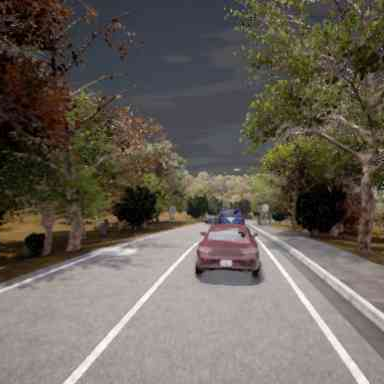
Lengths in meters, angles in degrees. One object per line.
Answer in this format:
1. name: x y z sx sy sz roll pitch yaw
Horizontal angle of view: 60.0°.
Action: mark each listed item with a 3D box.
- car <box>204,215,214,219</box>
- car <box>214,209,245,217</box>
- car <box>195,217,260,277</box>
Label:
1. car: 3.090 4.555 54.801 2.033 1.411 5.357 0 -4 10
2. car: 3.367 2.473 28.606 2.150 2.045 5.566 0 -4 7
3. car: 1.200 1.755 10.907 1.812 1.442 4.674 0 -2 8
